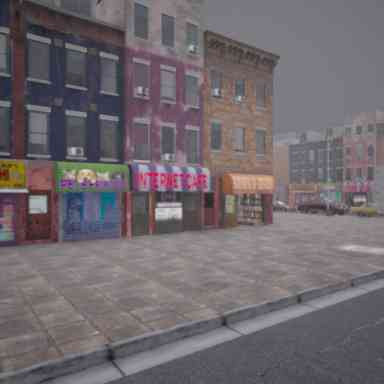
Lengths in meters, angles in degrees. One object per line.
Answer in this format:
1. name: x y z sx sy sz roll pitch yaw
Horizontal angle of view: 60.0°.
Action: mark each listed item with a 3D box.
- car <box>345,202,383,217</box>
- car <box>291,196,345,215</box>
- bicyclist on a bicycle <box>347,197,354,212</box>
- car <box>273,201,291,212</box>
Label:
1. car: 16.236 1.559 28.831 1.752 1.417 4.829 0 0 -35
2. car: 12.973 1.363 33.409 2.192 1.841 5.009 0 0 -35
3. bicyclist on a bicycle: 17.528 1.356 36.746 1.656 1.620 0.582 0 0 -35
4. car: 9.809 1.644 37.849 1.802 1.307 4.206 0 0 -35
